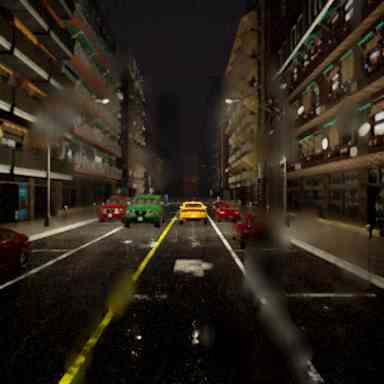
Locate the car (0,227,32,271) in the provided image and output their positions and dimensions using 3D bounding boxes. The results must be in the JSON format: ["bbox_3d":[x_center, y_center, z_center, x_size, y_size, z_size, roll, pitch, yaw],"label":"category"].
[{"bbox_3d":[-5.687,1.584,8.560,1.802,1.307,4.206,0,0,0],"label":"car"}]

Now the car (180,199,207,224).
[{"bbox_3d":[0.100,1.487,25.033,1.882,1.535,5.008,0,0,0],"label":"car"}]

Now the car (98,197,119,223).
[{"bbox_3d":[-5.687,1.325,25.630,2.192,1.841,5.009,0,0,0],"label":"car"}]

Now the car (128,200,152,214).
[{"bbox_3d":[-5.688,1.587,37.011,1.947,1.339,4.313,0,0,0],"label":"car"}]

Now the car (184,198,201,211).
[{"bbox_3d":[0.100,1.577,42.532,2.033,1.411,5.357,0,0,0],"label":"car"}]

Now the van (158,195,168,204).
[{"bbox_3d":[-5.689,1.420,65.462,1.690,1.788,3.998,0,0,0],"label":"van"}]

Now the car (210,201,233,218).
[{"bbox_3d":[2.692,1.596,31.319,1.802,1.307,4.206,0,0,0],"label":"car"}]

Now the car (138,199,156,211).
[{"bbox_3d":[-5.689,1.612,42.700,1.802,1.307,4.206,0,0,0],"label":"car"}]

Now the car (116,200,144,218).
[{"bbox_3d":[-5.688,1.540,31.151,1.752,1.417,4.829,0,0,0],"label":"car"}]

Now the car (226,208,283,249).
[{"bbox_3d":[2.693,1.586,14.248,1.802,1.307,4.206,0,0,0],"label":"car"}]

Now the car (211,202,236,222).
[{"bbox_3d":[2.693,1.592,25.629,1.802,1.307,4.206,0,0,0],"label":"car"}]

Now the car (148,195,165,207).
[{"bbox_3d":[-5.689,1.368,54.080,2.192,1.841,5.009,0,0,0],"label":"car"}]

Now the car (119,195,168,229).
[{"bbox_3d":[-3.010,1.234,22.268,2.150,2.045,5.566,0,0,0],"label":"car"}]
